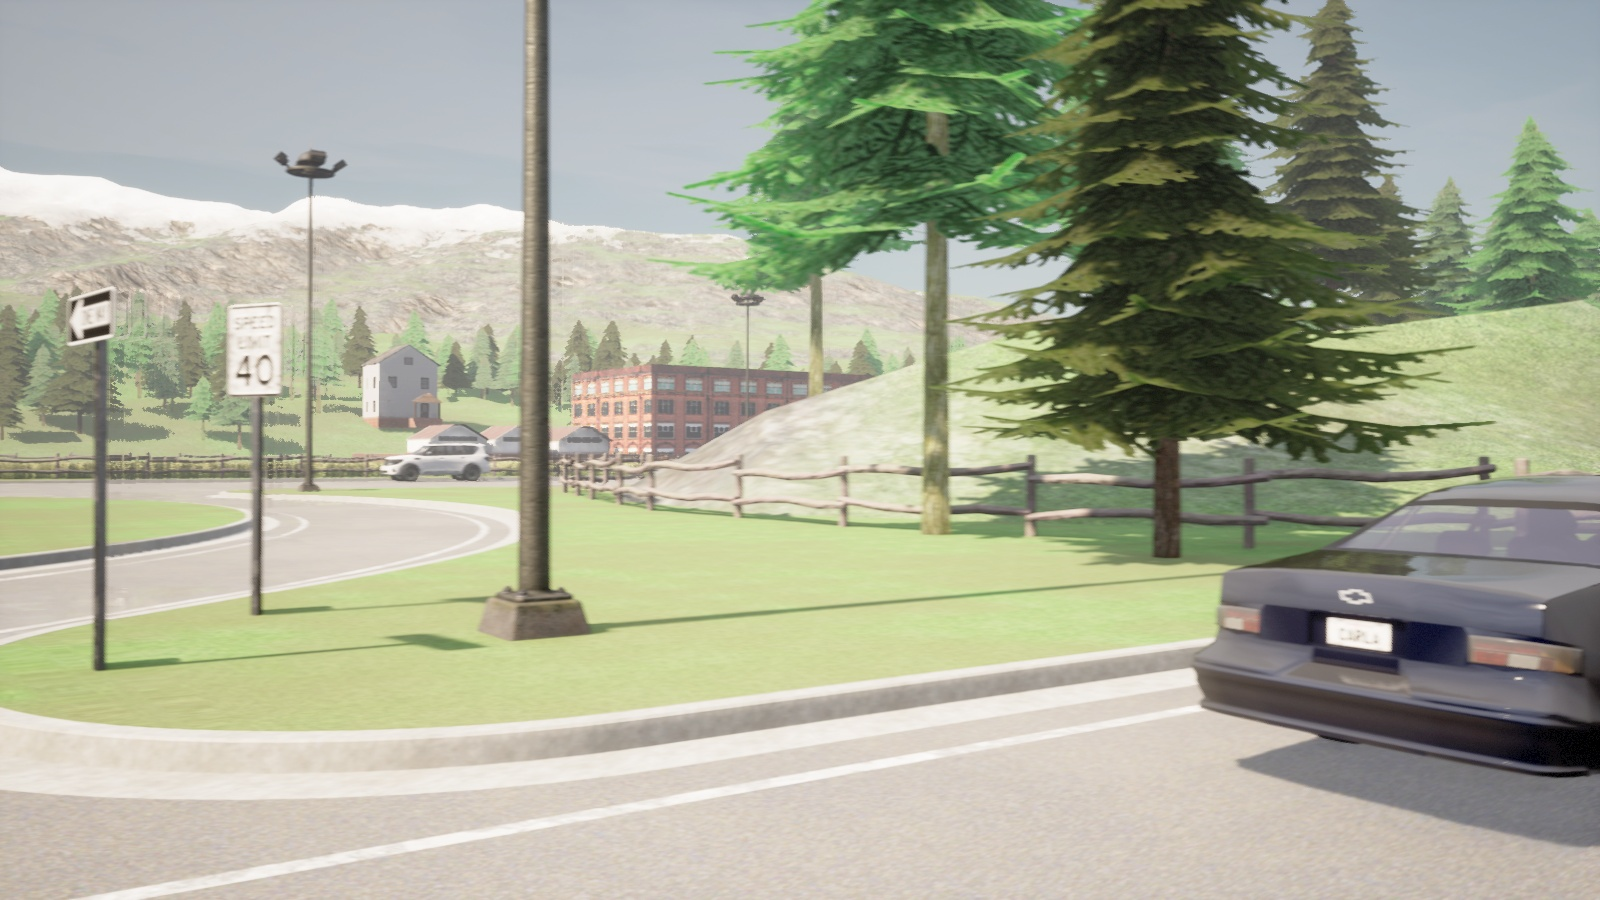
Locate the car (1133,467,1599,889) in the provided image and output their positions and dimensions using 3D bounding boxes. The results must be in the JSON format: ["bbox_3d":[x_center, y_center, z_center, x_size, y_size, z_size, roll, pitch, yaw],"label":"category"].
[{"bbox_3d":[4.371,0.818,6.701,5.357,1.411,2.033,0,0,-35],"label":"car"}]

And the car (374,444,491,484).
[{"bbox_3d":[-19.404,0.725,66.411,5.566,2.045,2.150,0,0,-35],"label":"car"}]
